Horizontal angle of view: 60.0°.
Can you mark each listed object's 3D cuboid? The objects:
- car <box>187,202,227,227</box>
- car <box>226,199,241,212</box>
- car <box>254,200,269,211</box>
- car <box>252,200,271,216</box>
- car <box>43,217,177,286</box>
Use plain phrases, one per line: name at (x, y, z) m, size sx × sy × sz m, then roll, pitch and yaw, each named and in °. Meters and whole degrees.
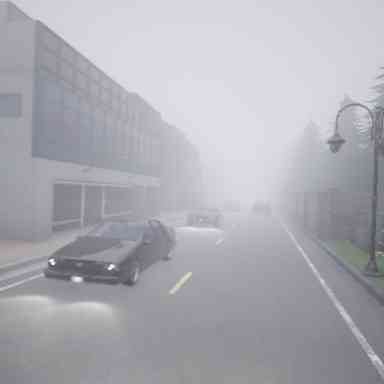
car at (0.995, 1.564, 22.838) m, size 1.994 × 1.385 × 4.181 m, roll 2°, pitch 0°, yaw 12°
car at (4.962, 1.651, 41.009) m, size 1.837 × 1.490 × 4.892 m, roll 2°, pitch 0°, yaw 12°
car at (10.016, 1.867, 47.833) m, size 1.994 × 1.385 × 4.181 m, roll 2°, pitch 0°, yaw 12°
car at (7.707, 1.710, 36.826) m, size 1.882 × 1.535 × 5.008 m, roll 2°, pitch 0°, yaw 12°
car at (-1.838, 1.462, 9.559) m, size 2.033 × 1.411 × 5.357 m, roll 2°, pitch 0°, yaw 12°
